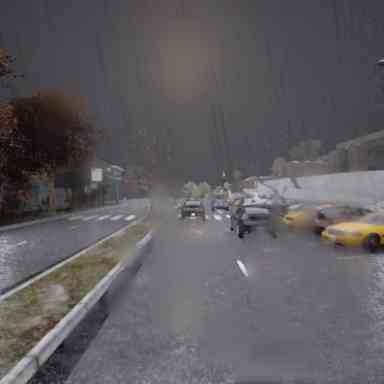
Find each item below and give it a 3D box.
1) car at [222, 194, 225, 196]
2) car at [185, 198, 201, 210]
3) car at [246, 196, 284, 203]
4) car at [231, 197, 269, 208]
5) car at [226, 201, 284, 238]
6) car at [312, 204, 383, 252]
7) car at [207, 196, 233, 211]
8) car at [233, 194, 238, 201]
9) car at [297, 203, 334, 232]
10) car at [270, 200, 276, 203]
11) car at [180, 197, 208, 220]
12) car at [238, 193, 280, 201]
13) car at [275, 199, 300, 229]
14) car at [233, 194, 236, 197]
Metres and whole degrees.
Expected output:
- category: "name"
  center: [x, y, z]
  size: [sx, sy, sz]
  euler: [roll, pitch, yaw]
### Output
- category: "car"
  center: [7.897, 1.403, 52.433]
  size: [5.366, 1.575, 1.946]
  euler: [1, 0, -20]
- category: "car"
  center: [0.100, 1.464, 42.298]
  size: [1.994, 1.385, 4.181]
  euler: [0, 0, 0]
- category: "car"
  center: [8.080, 1.392, 31.619]
  size: [4.892, 1.521, 2.231]
  euler: [1, 0, -20]
- category: "car"
  center: [8.096, 1.428, 46.547]
  size: [4.792, 1.488, 2.163]
  euler: [1, 0, -20]
- category: "car"
  center: [3.100, 1.449, 17.368]
  size: [1.837, 1.490, 4.892]
  euler: [0, 0, 0]
- category: "car"
  center: [7.896, 1.450, 13.663]
  size: [5.366, 1.575, 1.946]
  euler: [1, 1, -20]
- category: "car"
  center: [3.100, 1.443, 37.930]
  size: [2.033, 1.411, 5.357]
  euler: [0, 0, 0]
- category: "car"
  center: [8.063, 1.391, 40.570]
  size: [4.892, 1.521, 2.231]
  euler: [1, 0, -20]
- category: "car"
  center: [8.096, 1.470, 16.725]
  size: [4.792, 1.488, 2.163]
  euler: [1, 0, -20]
- category: "car"
  center: [8.066, 1.453, 22.678]
  size: [4.674, 1.452, 2.002]
  euler: [1, 0, -20]
- category: "car"
  center: [0.098, 1.410, 26.627]
  size: [1.837, 1.490, 4.892]
  euler: [0, -1, 0]
- category: "car"
  center: [8.099, 1.137, 34.620]
  size: [5.566, 2.045, 2.435]
  euler: [1, 0, -20]
- category: "car"
  center: [7.897, 1.419, 19.629]
  size: [5.366, 1.575, 1.946]
  euler: [1, 0, -20]
- category: "car"
  center: [8.244, 1.392, 43.617]
  size: [5.366, 1.575, 1.946]
  euler: [1, 0, -20]
